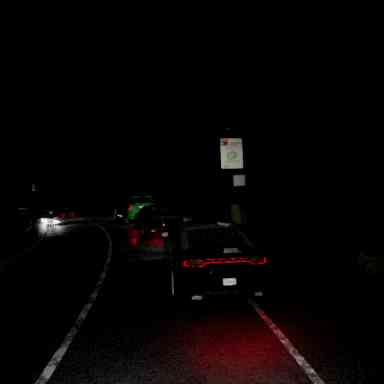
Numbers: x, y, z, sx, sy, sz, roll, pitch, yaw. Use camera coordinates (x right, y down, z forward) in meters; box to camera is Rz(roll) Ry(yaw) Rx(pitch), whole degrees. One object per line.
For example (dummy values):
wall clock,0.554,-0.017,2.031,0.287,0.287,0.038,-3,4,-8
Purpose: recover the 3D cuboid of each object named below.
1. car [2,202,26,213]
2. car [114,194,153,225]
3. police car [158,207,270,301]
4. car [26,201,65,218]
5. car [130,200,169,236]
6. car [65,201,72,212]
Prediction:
car,-27.558,2.352,51.563,4.892,1.490,1.837,-3,2,34
car,-4.262,1.213,24.490,2.150,2.045,5.566,-2,0,-23
police car,0.296,1.403,8.525,1.930,1.638,5.238,-1,0,-8
car,-15.449,1.882,34.865,2.128,1.511,4.902,-4,1,-37
car,-2.052,1.449,18.591,1.882,1.535,5.008,-2,0,-18
car,-17.049,1.862,42.282,4.902,1.511,2.128,-2,2,45
